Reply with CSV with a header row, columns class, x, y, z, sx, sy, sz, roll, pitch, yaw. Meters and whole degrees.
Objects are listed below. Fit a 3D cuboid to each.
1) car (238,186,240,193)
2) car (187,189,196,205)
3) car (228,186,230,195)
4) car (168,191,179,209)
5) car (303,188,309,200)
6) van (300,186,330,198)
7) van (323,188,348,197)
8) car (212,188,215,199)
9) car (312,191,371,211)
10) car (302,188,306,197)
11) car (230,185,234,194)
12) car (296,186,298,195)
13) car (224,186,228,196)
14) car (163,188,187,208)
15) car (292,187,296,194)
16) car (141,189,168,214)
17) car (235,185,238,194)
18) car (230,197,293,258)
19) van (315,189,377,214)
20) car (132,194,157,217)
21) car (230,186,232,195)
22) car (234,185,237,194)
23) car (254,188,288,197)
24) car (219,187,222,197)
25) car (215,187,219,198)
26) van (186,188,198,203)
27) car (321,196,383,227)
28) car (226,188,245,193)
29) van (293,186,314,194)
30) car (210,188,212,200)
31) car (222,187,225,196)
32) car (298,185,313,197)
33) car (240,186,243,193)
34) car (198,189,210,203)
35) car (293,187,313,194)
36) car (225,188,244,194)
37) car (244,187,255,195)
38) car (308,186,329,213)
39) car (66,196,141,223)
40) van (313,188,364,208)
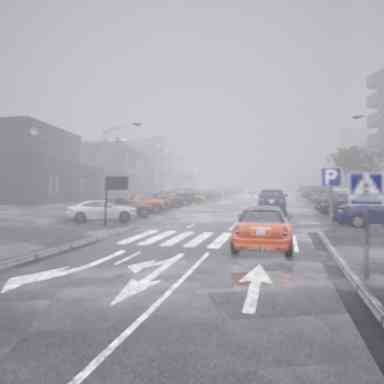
class,x,y,z,sx,sy,sz,roll,pitch,yaw
car,7.599,-0.234,76.594,5.366,1.575,1.946,-1,1,-5
car,-2.481,0.801,36.828,5.008,1.535,2.097,-1,1,-6
car,4.098,-0.047,62.417,4.553,1.767,2.185,-1,2,-5
car,-3.938,0.992,31.100,4.792,1.488,2.163,-1,2,-6
car,16.563,0.661,40.133,4.892,1.521,2.231,0,2,-4
van,21.325,-0.064,57.559,4.442,1.987,1.878,0,1,-5
van,11.744,0.934,22.820,4.442,1.987,1.878,0,2,-4
car,0.442,0.508,48.216,4.792,1.488,2.163,-1,1,-6
car,14.073,0.784,31.461,4.553,1.767,2.185,0,2,-4
car,17.385,0.606,43.039,4.792,1.488,2.163,0,2,-5
car,5.576,-0.189,68.092,4.553,1.767,2.185,-1,1,-5
car,19.733,0.075,51.751,5.566,2.045,2.435,0,1,-5
car,3.339,0.157,59.579,5.008,1.535,2.097,-1,2,-5
car,-3.164,0.756,33.961,4.553,1.767,2.185,-1,2,-6
car,22.745,-0.240,63.343,5.566,2.045,2.435,0,1,-5
car,-4.596,0.917,28.240,4.553,1.767,2.185,-1,2,-6
car,7.029,-0.182,73.774,5.008,1.535,2.097,-1,1,-5
car,2.821,1.307,13.090,2.097,1.767,4.553,0,1,15
van,13.163,0.766,28.560,4.442,1.987,1.878,0,2,-4
car,-5.310,1.153,25.389,4.792,1.488,2.163,-1,1,-6
car,4.805,0.045,65.267,4.674,1.452,2.002,-1,1,-5
car,6.297,-0.127,70.935,5.008,1.535,2.097,-1,1,-5
car,6.662,0.764,27.557,2.150,2.045,5.566,0,2,15
car,1.873,0.319,53.898,4.892,1.521,2.231,-1,2,-6
car,1.132,0.398,51.059,5.008,1.535,2.097,-1,1,-6
van,-1.876,0.497,39.660,4.442,1.987,1.878,-1,2,-6
car,10.796,1.241,19.936,5.008,1.535,2.097,0,2,-4
car,12.308,-0.411,93.620,5.008,1.535,2.097,-1,0,-5
van,27.955,-0.547,83.575,4.442,1.987,1.878,1,1,-5
car,-0.320,0.559,45.371,5.008,1.535,2.097,-1,1,-6
car,2.607,0.239,56.736,4.892,1.521,2.231,-1,2,-5
car,18.184,0.242,45.938,5.566,2.045,2.435,0,2,-5
car,8.499,-0.527,79.435,5.566,2.045,2.435,-1,1,-5
car,-0.849,0.633,42.543,5.366,1.575,1.946,-1,1,-6
car,28.813,-0.466,86.484,4.553,1.767,2.185,1,0,-5
car,11.584,-0.367,90.794,4.792,1.488,2.163,-1,0,-5
car,12.791,-0.107,70.429,1.837,1.490,4.892,0,1,15
car,12.425,0.824,25.683,5.566,2.045,2.435,0,2,-4
car,-6.052,1.245,22.522,4.674,1.452,2.002,-1,1,-6
van,15.044,0.601,34.358,4.442,1.987,1.878,0,2,-4
